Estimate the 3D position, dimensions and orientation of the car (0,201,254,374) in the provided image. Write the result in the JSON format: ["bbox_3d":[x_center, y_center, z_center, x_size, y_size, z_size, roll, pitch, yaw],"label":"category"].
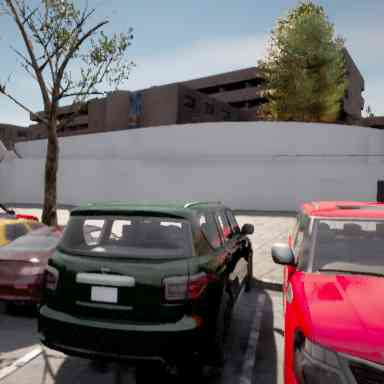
[{"bbox_3d":[-0.187,1.182,5.955,2.435,2.045,5.566,0,-1,15],"label":"car"}]

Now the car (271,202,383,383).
[{"bbox_3d":[2.262,1.180,4.159,2.435,2.045,5.566,1,-1,15],"label":"car"}]
